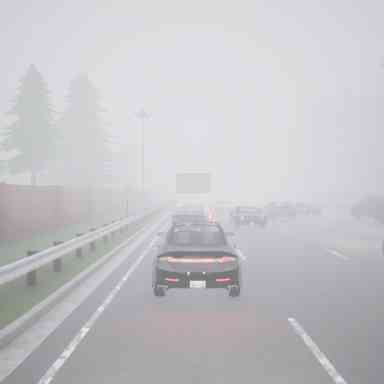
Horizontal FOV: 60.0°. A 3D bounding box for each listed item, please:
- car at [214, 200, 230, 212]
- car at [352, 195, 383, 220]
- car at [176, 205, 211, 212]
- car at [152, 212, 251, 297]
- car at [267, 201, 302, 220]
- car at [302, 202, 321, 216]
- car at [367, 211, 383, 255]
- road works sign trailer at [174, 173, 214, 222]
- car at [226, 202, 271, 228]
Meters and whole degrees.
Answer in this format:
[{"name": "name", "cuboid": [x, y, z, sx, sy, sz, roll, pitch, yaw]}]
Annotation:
[{"name": "car", "cuboid": [3.624, 1.601, 38.315, 1.895, 1.301, 4.718, 0, 0, 0]}, {"name": "car", "cuboid": [14.115, 1.222, 24.794, 2.150, 2.045, 5.566, 0, 0, 0]}, {"name": "car", "cuboid": [0.011, 1.474, 19.019, 1.882, 1.535, 5.008, 0, 0, 6]}, {"name": "car", "cuboid": [0.106, 1.492, 8.571, 2.128, 1.511, 4.902, 0, 0, 0]}, {"name": "car", "cuboid": [7.118, 1.492, 27.644, 2.128, 1.511, 4.902, 0, 0, 0]}, {"name": "car", "cuboid": [10.621, 1.600, 31.949, 1.895, 1.301, 4.718, 0, 0, 0]}, {"name": "car", "cuboid": [7.106, 1.491, 8.863, 2.128, 1.511, 4.902, 0, 0, 0]}, {"name": "road works sign trailer", "cuboid": [0.078, 0.464, 22.937, 2.380, 3.560, 2.880, 0, 0, -1]}, {"name": "car", "cuboid": [3.616, 1.600, 22.230, 1.895, 1.301, 4.718, 0, 0, 0]}]
